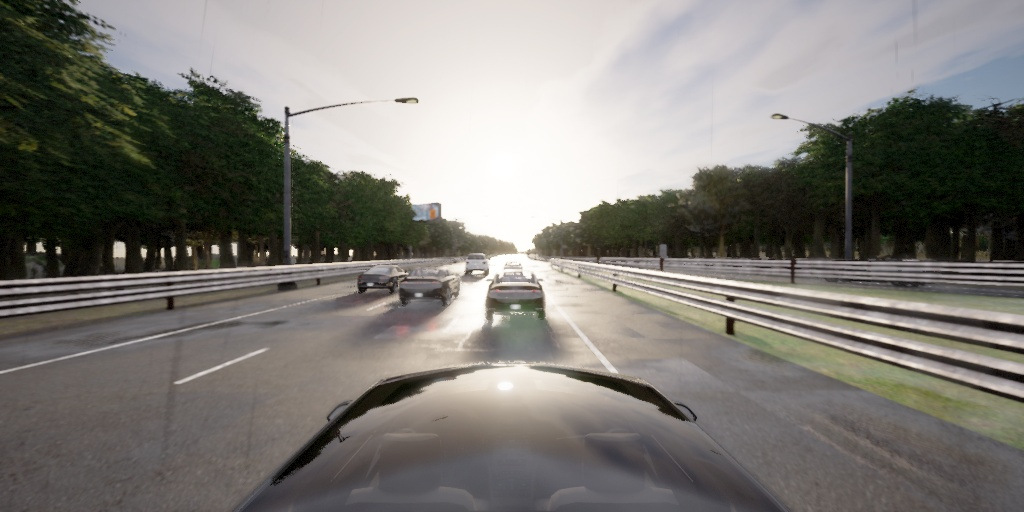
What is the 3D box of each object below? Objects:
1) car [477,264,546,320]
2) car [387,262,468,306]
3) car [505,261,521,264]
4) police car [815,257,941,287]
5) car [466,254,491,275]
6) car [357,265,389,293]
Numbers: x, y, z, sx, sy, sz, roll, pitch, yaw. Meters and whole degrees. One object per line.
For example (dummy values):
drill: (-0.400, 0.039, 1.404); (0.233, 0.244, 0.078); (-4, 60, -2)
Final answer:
car: (0.105, 1.211, 12.564); (2.128, 1.511, 4.902); (0, 0, 0)
car: (-3.393, 1.192, 15.490); (2.128, 1.511, 4.902); (0, 0, 0)
car: (0.114, 1.179, 35.335); (1.895, 1.301, 4.718); (0, 0, 0)
police car: (20.310, 0.872, 20.243); (2.038, 1.542, 4.974); (1, 0, -21)
car: (-3.386, 0.796, 36.137); (2.150, 2.045, 5.566); (0, 0, 0)
car: (-6.893, 1.197, 19.750); (1.812, 1.442, 4.674); (0, 0, 0)
